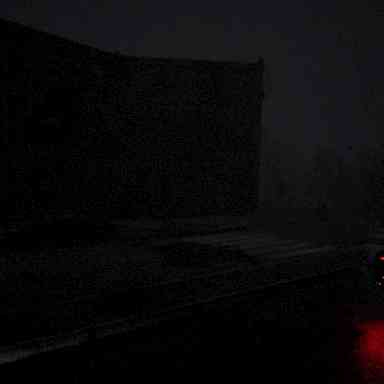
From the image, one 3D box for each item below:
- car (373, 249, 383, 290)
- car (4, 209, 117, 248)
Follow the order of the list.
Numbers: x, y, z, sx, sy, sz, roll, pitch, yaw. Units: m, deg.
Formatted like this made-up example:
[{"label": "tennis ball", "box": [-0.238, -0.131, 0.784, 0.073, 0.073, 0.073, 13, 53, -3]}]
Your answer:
[{"label": "car", "box": [6.097, 1.521, 7.626, 4.892, 1.490, 1.837, 0, 0, -34]}, {"label": "car", "box": [-5.644, 1.508, 14.704, 4.674, 1.452, 2.002, 0, -2, -36]}]
